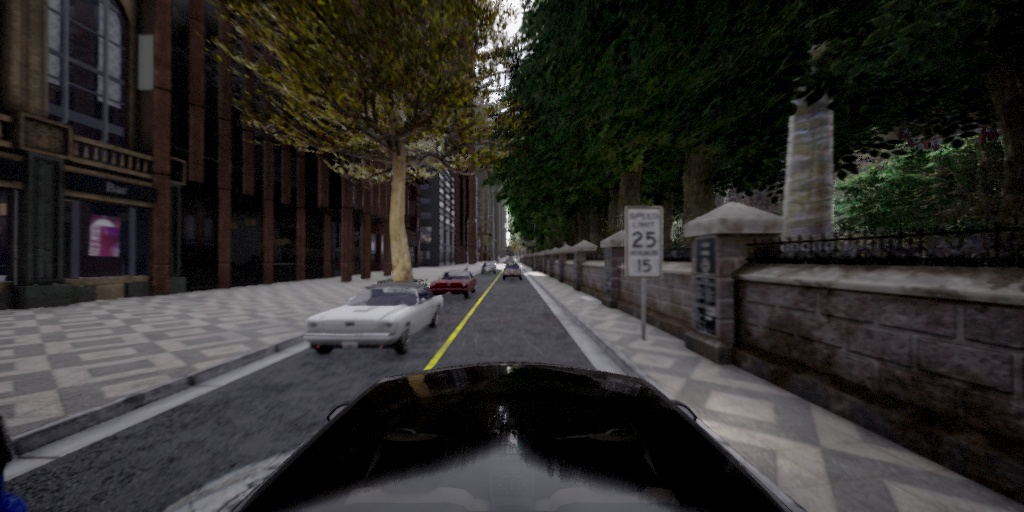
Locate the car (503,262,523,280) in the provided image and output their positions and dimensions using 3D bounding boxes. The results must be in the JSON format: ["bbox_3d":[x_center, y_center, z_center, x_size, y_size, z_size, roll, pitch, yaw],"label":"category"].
[{"bbox_3d":[0.057,1.505,34.389,2.033,1.411,5.357,0,0,1],"label":"car"}]

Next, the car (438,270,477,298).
[{"bbox_3d":[-2.995,1.452,19.206,1.895,1.301,4.718,0,0,0],"label":"car"}]

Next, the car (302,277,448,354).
[{"bbox_3d":[-3.060,1.391,8.993,1.895,1.301,4.718,0,0,0],"label":"car"}]

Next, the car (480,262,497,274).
[{"bbox_3d":[-2.991,1.550,46.536,2.128,1.511,4.902,0,-1,0],"label":"car"}]
